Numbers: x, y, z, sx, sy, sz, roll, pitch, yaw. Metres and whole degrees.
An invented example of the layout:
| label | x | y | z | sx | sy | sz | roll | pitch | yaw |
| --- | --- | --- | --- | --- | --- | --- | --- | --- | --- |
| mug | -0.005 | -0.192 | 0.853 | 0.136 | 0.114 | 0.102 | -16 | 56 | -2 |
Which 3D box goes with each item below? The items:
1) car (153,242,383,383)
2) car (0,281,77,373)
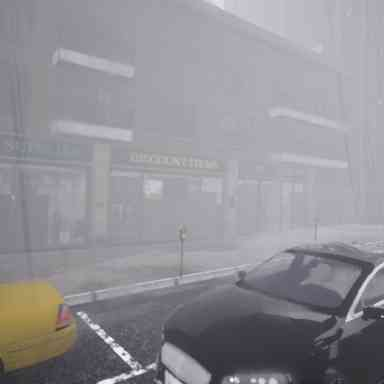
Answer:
| label | x | y | z | sx | sy | sz | roll | pitch | yaw |
| --- | --- | --- | --- | --- | --- | --- | --- | --- | --- |
| car | 1.855 | 1.494 | 4.394 | 4.902 | 1.511 | 2.128 | 0 | 0 | -36 |
| car | -3.763 | 1.525 | 3.386 | 4.829 | 1.417 | 1.752 | 0 | 2 | -35 |
